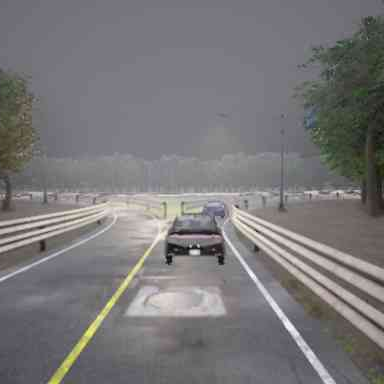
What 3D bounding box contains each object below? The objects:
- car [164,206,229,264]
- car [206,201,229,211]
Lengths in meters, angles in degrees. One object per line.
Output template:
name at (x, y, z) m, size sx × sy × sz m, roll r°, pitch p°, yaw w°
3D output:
car at (0.117, 1.481, 11.797) m, size 2.128 × 1.511 × 4.902 m, roll 0°, pitch 0°, yaw 1°
car at (2.079, 1.477, 28.620) m, size 1.812 × 1.442 × 4.674 m, roll 0°, pitch 0°, yaw 13°
